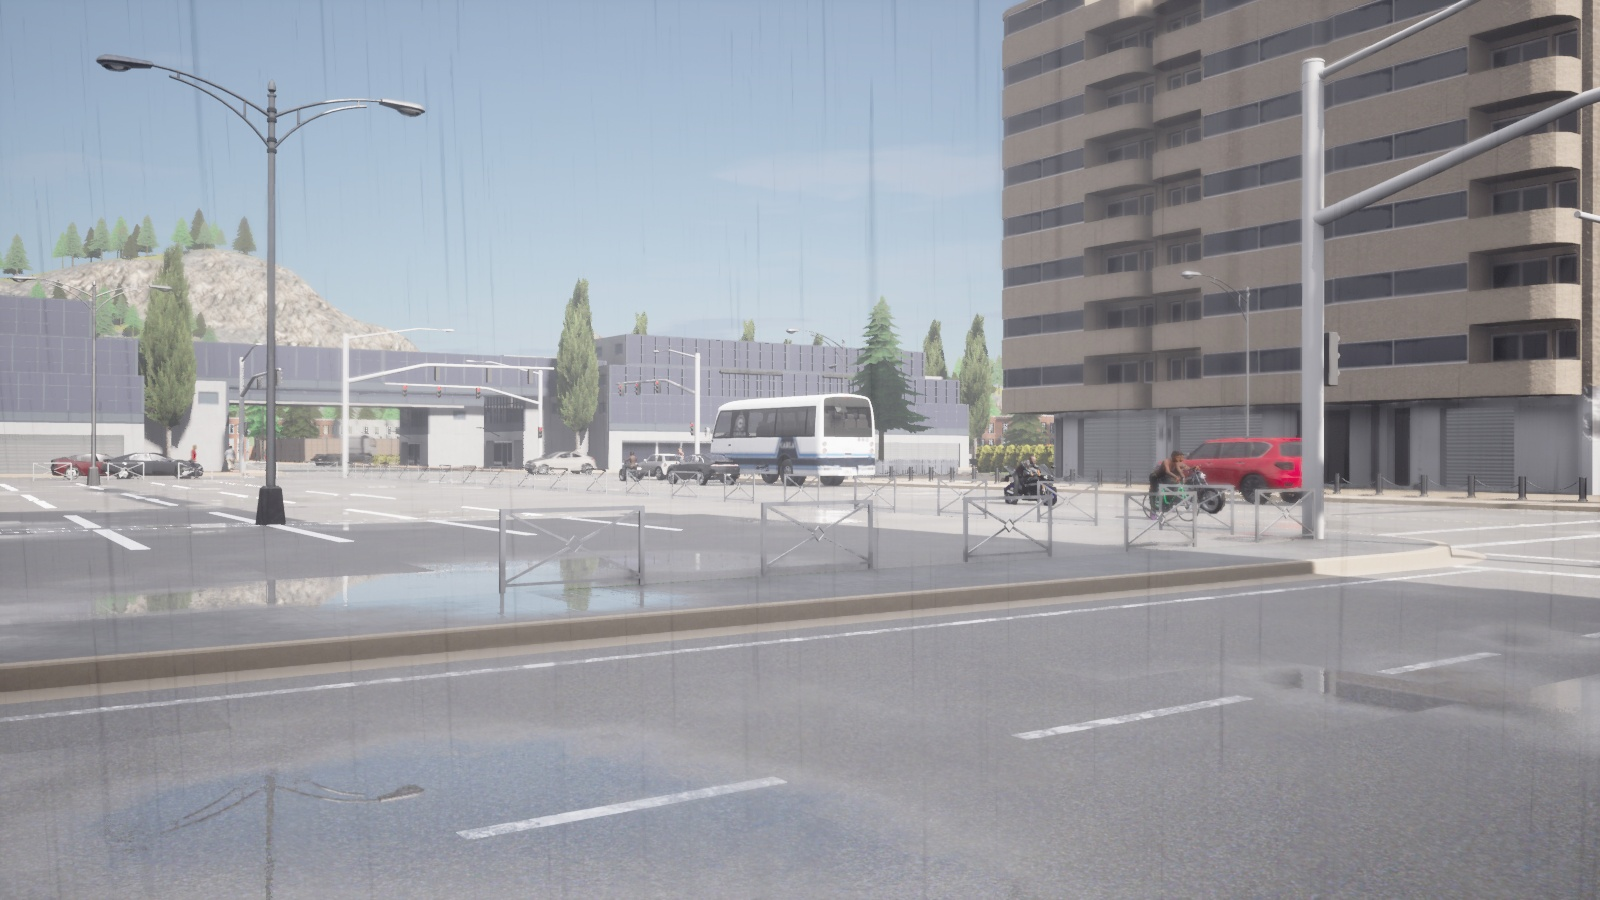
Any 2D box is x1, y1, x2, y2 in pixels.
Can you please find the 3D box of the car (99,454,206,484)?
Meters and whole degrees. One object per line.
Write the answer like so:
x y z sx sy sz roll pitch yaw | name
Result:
-34.676 0.995 67.294 4.902 1.511 2.128 0 0 -34 | car

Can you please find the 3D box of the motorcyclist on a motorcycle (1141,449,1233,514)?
10.169 0.810 33.058 0.766 1.649 2.350 0 0 -35 | motorcyclist on a motorcycle

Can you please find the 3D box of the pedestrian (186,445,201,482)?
-30.928 0.681 64.065 0.636 1.846 0.331 0 0 -35 | pedestrian

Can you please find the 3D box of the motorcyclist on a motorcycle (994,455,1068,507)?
6.925 0.913 37.755 0.866 1.530 2.191 0 0 -35 | motorcyclist on a motorcycle

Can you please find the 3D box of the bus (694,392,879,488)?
-0.890 -0.424 61.381 3.944 4.253 10.273 0 0 -35 | bus

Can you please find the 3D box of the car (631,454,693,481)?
-7.896 0.957 71.525 1.970 1.475 3.806 0 0 -34 | car

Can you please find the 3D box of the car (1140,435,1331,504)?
13.781 0.588 40.130 2.150 2.045 5.566 0 0 -34 | car

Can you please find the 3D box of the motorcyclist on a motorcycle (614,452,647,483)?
-9.068 0.934 67.065 0.766 1.649 2.350 0 0 -35 | motorcyclist on a motorcycle

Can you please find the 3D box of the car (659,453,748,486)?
-4.736 0.915 60.790 2.128 1.511 4.902 0 0 -34 | car

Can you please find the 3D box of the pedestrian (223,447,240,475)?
-38.804 0.751 85.673 0.874 1.855 0.900 0 0 -10 | pedestrian

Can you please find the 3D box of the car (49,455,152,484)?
-38.436 1.050 69.001 4.792 1.488 2.163 0 0 -33 | car

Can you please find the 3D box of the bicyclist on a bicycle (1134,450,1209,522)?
8.608 0.806 29.160 0.582 1.620 1.656 0 0 -35 | bicyclist on a bicycle

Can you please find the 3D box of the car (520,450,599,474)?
-16.859 0.830 88.124 5.027 1.651 2.152 0 0 -35 | car
